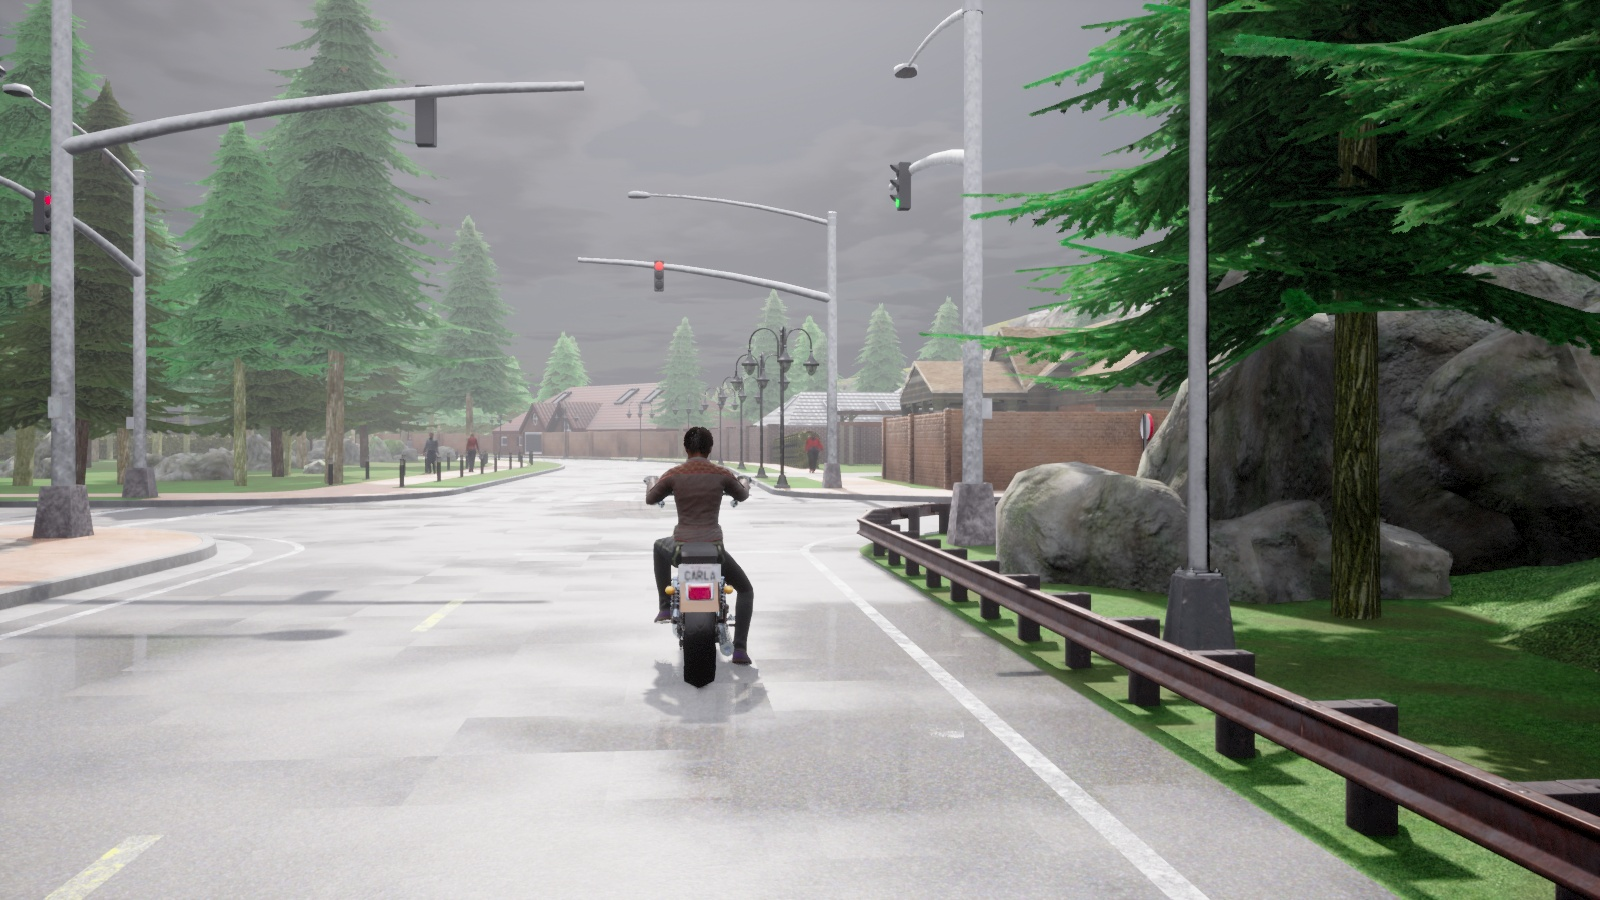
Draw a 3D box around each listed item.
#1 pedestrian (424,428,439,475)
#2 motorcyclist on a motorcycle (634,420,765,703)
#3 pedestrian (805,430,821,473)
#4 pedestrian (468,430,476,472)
[{"bbox_3d":[-15.502,0.061,52.814,0.423,1.949,0.788,0,0,-2],"label":"pedestrian"},{"bbox_3d":[-0.693,0.648,8.534,0.766,1.649,2.350,0,0,-5],"label":"motorcyclist on a motorcycle"},{"bbox_3d":[0.559,0.077,54.199,0.634,1.844,0.899,0,0,-5],"label":"pedestrian"},{"bbox_3d":[-14.696,0.043,56.254,0.331,1.846,0.636,0,0,-18],"label":"pedestrian"}]
